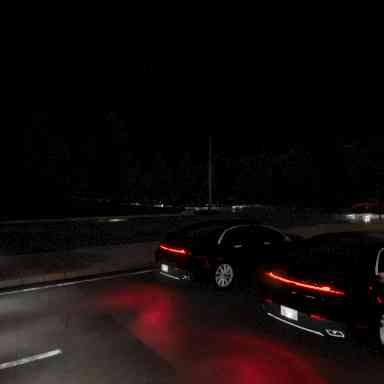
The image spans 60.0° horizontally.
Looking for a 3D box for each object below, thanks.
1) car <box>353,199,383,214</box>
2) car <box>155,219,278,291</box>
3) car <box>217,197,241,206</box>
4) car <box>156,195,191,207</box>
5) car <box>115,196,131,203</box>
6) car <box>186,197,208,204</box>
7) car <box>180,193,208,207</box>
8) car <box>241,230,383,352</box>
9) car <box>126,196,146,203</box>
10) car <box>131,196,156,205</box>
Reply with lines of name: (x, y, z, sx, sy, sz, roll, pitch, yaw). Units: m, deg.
car: (19.323, 1.477, 35.856, 5.008, 1.535, 1.882, 0, 0, -35)
car: (1.358, 1.505, 9.066, 4.892, 1.490, 1.837, 0, 0, -35)
car: (6.138, 1.526, 55.621, 1.812, 1.442, 4.674, 0, 0, -35)
car: (-2.854, 1.547, 50.121, 2.033, 1.411, 5.357, 0, 0, -35)
car: (-14.119, 1.491, 66.326, 2.128, 1.511, 4.902, 0, 0, -35)
car: (0.923, 1.601, 63.083, 1.895, 1.301, 4.718, 0, 0, -35)
car: (-0.090, 1.221, 52.259, 2.150, 2.045, 5.566, 0, 0, -36)
car: (3.390, 1.505, 6.217, 4.892, 1.490, 1.837, 0, 0, -35)
car: (-11.752, 1.540, 69.077, 2.033, 1.411, 5.357, 0, 0, -35)
car: (-8.346, 1.601, 57.983, 1.895, 1.301, 4.718, 0, 0, -35)
